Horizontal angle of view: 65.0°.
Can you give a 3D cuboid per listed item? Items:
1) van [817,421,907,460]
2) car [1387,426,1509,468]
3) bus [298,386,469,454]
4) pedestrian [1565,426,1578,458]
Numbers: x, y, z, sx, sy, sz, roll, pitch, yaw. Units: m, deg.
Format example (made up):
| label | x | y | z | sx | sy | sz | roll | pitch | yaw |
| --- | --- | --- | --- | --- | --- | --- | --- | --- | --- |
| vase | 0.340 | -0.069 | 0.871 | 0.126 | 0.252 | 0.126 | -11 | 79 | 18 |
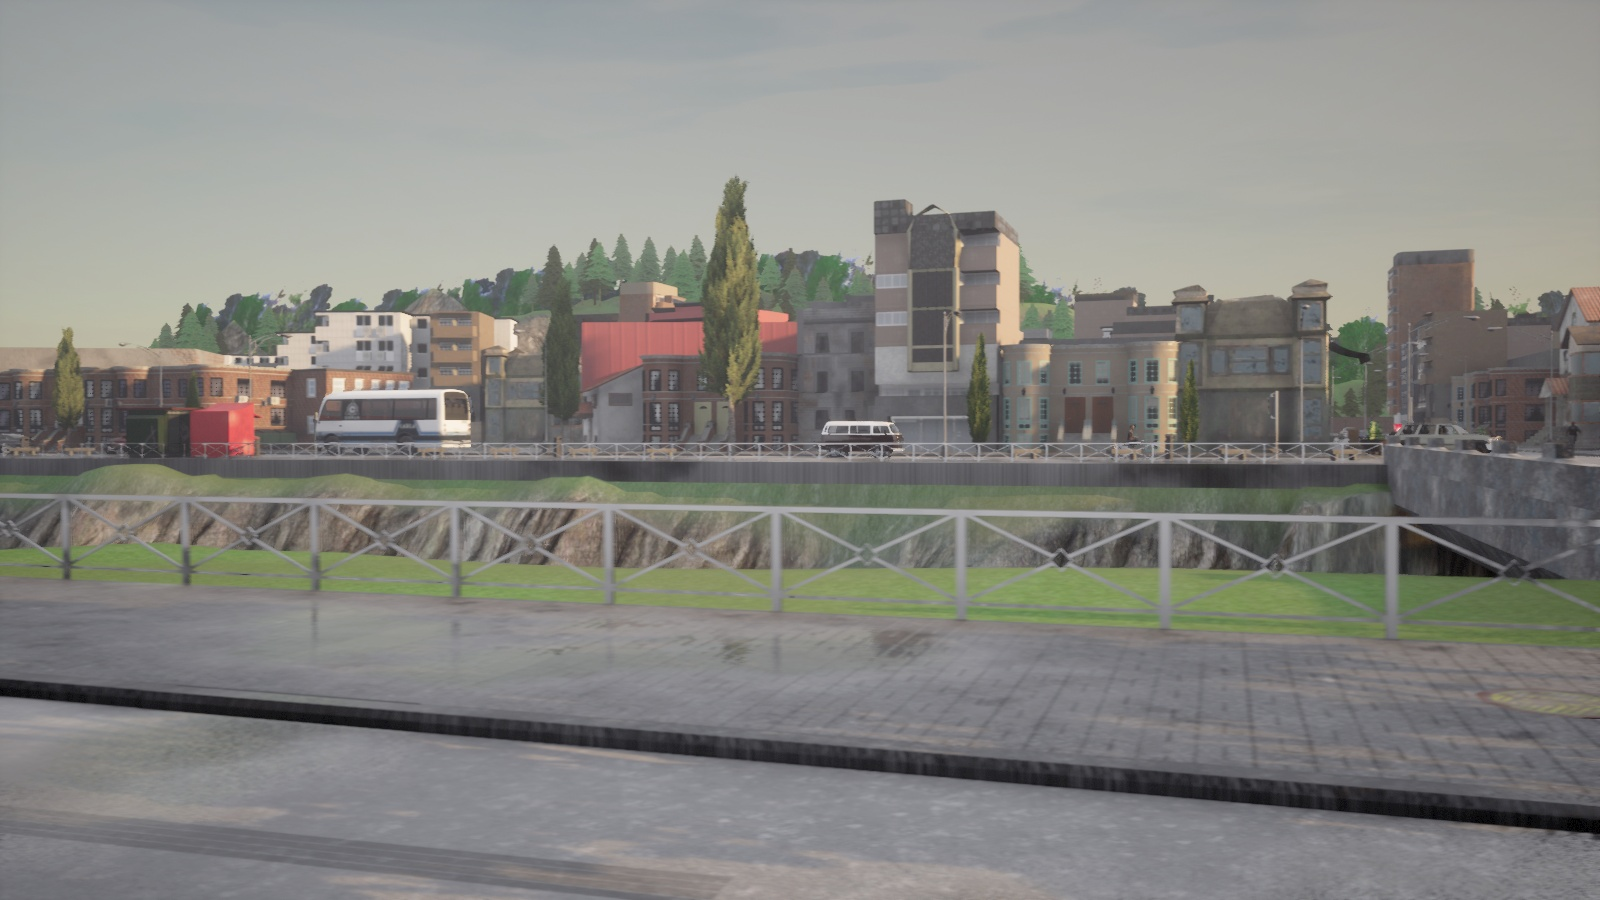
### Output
| label | x | y | z | sx | sy | sz | roll | pitch | yaw |
| --- | --- | --- | --- | --- | --- | --- | --- | --- | --- |
| van | 3.350 | -0.522 | 67.703 | 4.480 | 2.038 | 2.069 | 1 | 1 | 19 |
| car | 29.632 | -0.166 | 57.492 | 4.605 | 1.855 | 1.932 | 1 | 0 | 42 |
| bus | -27.257 | -1.969 | 82.192 | 10.273 | 4.253 | 3.944 | 1 | 1 | 19 |
| pedestrian | 45.317 | -0.474 | 73.752 | 0.563 | 1.883 | 0.849 | 1 | 1 | 27 |
